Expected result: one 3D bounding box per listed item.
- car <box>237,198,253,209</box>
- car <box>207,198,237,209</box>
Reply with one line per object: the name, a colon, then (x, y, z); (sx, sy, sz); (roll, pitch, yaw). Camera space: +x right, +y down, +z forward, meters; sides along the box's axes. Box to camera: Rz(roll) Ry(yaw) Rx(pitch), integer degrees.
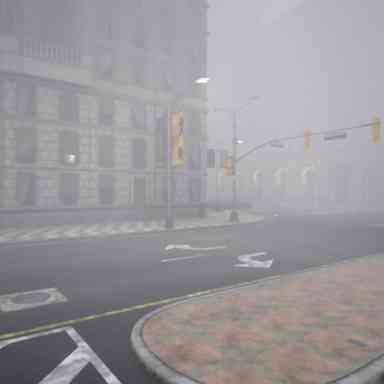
car: (6.225, 1.550, 44.811); (1.994, 1.385, 4.181); (0, 0, -36)
car: (3.282, 1.553, 42.907); (1.994, 1.385, 4.181); (0, 0, -36)
